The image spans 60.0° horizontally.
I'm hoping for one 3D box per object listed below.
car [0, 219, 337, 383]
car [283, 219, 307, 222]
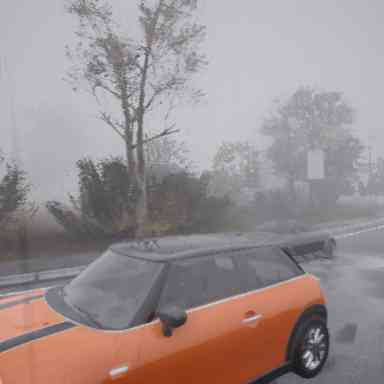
[{"bbox_3d":[-0.419,1.364,3.857,4.553,1.767,2.097,0,0,-38],"label":"car"},{"bbox_3d":[2.962,1.596,10.945,4.181,1.385,1.994,0,0,-39],"label":"car"}]
